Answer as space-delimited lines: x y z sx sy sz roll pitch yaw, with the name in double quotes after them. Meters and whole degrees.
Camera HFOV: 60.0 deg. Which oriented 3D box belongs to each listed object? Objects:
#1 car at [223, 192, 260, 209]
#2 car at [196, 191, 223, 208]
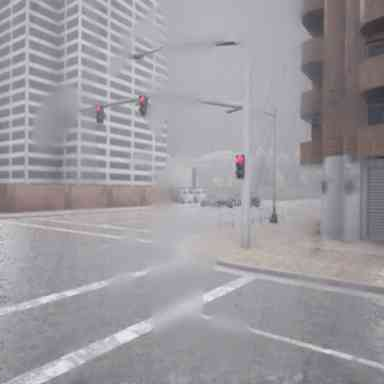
6.379 0.997 40.546 2.150 2.045 5.566 1 0 36 "car"
2.950 1.080 41.770 2.097 1.767 4.553 1 1 36 "car"
